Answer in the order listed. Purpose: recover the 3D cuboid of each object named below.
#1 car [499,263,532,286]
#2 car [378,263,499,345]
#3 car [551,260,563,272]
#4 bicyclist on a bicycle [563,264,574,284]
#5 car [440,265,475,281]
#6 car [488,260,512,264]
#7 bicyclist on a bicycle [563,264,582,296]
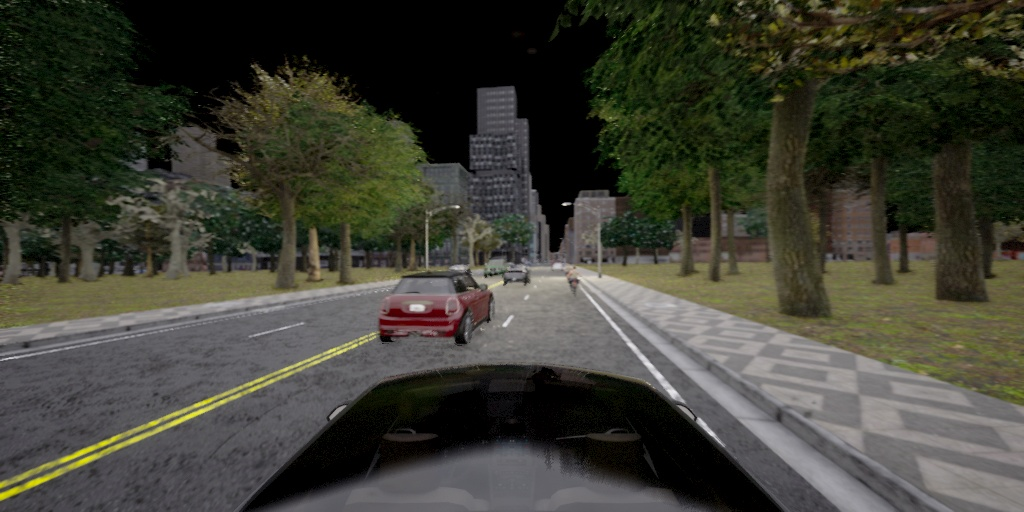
[{"bbox_3d":[0.468,1.531,28.763,2.128,1.511,4.902,-1,-1,7],"label":"car"},{"bbox_3d":[-1.850,1.204,10.112,2.097,1.767,4.553,-1,-1,7],"label":"car"},{"bbox_3d":[7.840,1.925,61.744,1.812,1.442,4.674,-1,-1,7],"label":"car"},{"bbox_3d":[4.711,1.458,29.969,0.866,1.612,1.509,0,-1,7],"label":"bicyclist on a bicycle"},{"bbox_3d":[-5.375,1.662,36.066,2.128,1.511,4.902,-1,-1,7],"label":"car"},{"bbox_3d":[-1.648,1.409,39.737,2.150,2.045,5.566,-1,-1,7],"label":"car"},{"bbox_3d":[3.399,1.349,19.560,0.866,1.612,1.509,-1,-1,7],"label":"bicyclist on a bicycle"}]
